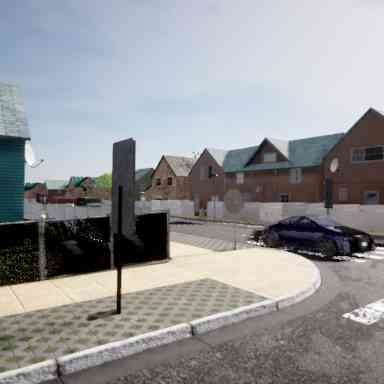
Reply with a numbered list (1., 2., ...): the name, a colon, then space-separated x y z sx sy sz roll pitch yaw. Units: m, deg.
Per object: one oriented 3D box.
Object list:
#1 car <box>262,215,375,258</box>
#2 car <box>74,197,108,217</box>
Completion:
1. car: 4.758 1.616 13.031 1.994 1.385 4.181 1 -1 -35
2. car: -10.557 1.565 34.699 2.150 2.045 5.566 1 -1 -35
